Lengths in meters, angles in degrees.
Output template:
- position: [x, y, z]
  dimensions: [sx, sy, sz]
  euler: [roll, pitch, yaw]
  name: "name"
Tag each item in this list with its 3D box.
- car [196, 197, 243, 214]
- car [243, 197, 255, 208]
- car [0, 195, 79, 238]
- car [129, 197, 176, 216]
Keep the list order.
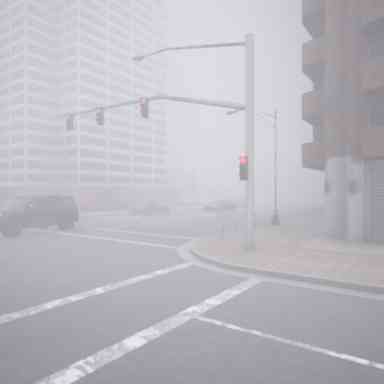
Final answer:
- position: [3.090, 1.515, 35.784]
  dimensions: [2.033, 1.411, 5.357]
  euler: [0, 0, 35]
  name: "car"
- position: [7.377, 1.496, 47.817]
  dimensions: [1.837, 1.490, 4.892]
  euler: [0, 0, 35]
  name: "car"
- position: [-8.716, 1.190, 18.056]
  dimensions: [2.150, 2.045, 5.566]
  euler: [0, 0, 27]
  name: "car"
- position: [-3.920, 1.487, 31.884]
  dimensions: [1.812, 1.442, 4.674]
  euler: [0, 0, 35]
  name: "car"
